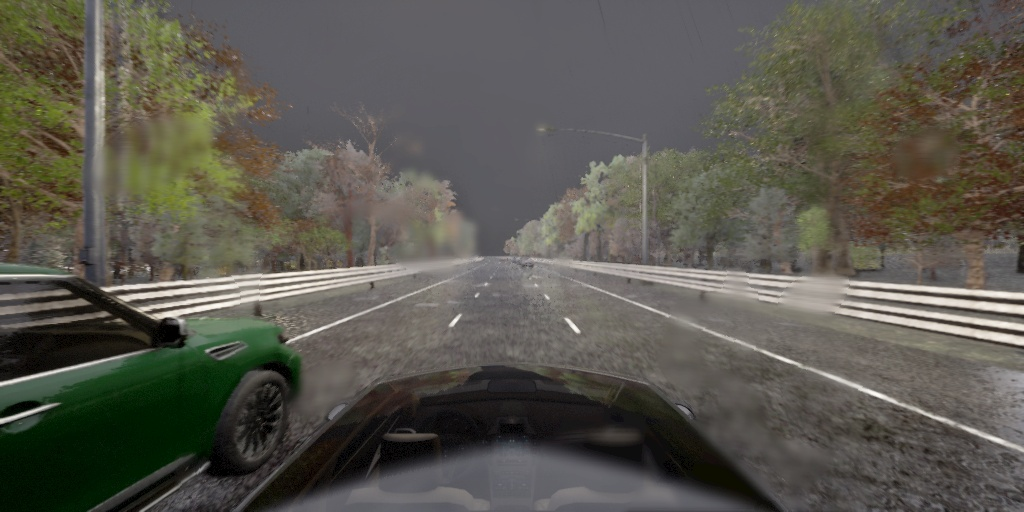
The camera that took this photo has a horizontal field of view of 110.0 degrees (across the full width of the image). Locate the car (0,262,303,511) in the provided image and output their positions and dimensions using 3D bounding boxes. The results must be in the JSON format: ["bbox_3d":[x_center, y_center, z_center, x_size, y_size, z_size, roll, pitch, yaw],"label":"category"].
[{"bbox_3d":[-3.404,0.975,1.623,2.150,2.045,5.566,0,0,0],"label":"car"}]

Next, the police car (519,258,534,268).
[{"bbox_3d":[2.785,1.281,64.438,2.038,1.542,4.974,0,0,-1],"label":"police car"}]
